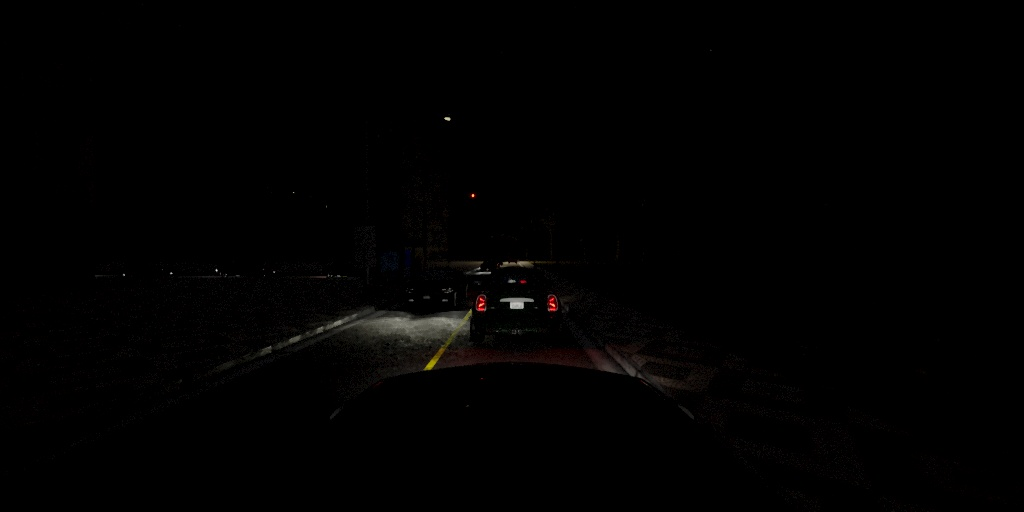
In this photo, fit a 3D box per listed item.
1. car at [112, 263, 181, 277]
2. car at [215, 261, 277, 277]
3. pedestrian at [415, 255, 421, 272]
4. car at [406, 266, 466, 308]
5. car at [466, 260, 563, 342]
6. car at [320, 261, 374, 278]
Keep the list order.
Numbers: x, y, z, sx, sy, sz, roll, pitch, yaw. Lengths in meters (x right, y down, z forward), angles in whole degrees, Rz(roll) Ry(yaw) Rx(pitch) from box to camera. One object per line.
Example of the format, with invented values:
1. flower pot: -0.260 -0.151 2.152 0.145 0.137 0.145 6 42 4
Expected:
1. car: -33.052 1.249 32.532 4.718 1.301 1.895 0 1 2
2. car: -23.815 1.166 32.263 4.902 1.511 2.128 0 1 2
3. pedestrian: -9.969 0.800 38.103 0.375 1.860 0.375 0 0 2
4. car: -3.057 1.221 15.363 1.882 1.535 5.008 0 0 0
5. car: 0.116 1.099 9.949 2.097 1.767 4.553 0 0 0
6. car: -14.443 1.192 31.996 4.902 1.511 2.128 0 1 2
